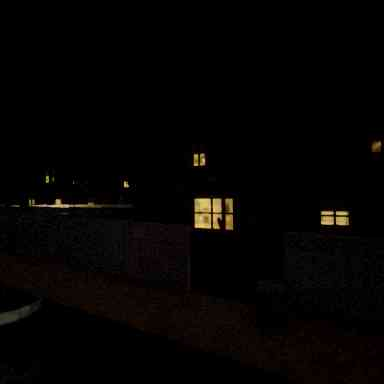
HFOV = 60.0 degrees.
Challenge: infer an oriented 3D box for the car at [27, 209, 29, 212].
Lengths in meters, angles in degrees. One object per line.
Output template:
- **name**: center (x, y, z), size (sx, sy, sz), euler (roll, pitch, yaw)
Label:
- **car**: center (-12.324, 1.916, 23.626), size (1.994, 1.385, 4.181), euler (-1, -2, 35)
